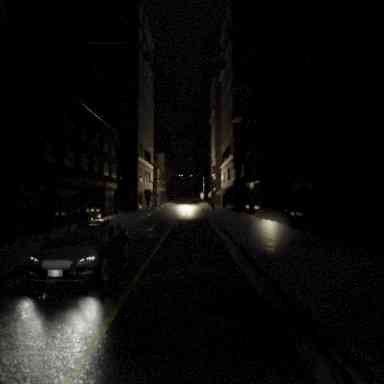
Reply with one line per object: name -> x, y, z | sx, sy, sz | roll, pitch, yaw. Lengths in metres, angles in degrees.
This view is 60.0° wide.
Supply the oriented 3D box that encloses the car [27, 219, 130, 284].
car -> -3.102, 1.602, 10.000 | 2.128, 1.511, 4.902 | 0, -1, 0
